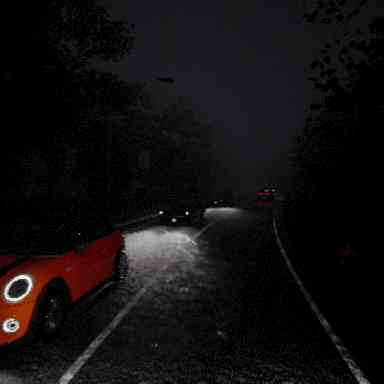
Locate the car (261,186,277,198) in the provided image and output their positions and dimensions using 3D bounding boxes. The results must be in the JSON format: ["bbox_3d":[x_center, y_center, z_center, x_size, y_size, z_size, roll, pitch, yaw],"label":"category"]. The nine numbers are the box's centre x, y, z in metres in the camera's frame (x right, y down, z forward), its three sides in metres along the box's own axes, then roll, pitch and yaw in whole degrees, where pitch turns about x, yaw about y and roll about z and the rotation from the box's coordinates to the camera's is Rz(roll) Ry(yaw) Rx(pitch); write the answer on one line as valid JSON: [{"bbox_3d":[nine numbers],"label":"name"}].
[{"bbox_3d":[11.174,-0.025,47.995,2.128,1.511,4.902,0,2,14],"label":"car"}]

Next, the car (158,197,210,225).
[{"bbox_3d":[-0.465,1.121,19.836,1.895,1.301,4.718,0,2,13],"label":"car"}]

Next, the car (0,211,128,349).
[{"bbox_3d":[-2.875,1.261,6.475,2.097,1.767,4.553,1,1,8],"label":"car"}]

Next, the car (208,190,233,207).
[{"bbox_3d":[2.792,0.589,32.015,1.837,1.490,4.892,0,3,16],"label":"car"}]

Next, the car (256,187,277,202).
[{"bbox_3d":[8.449,0.330,38.139,2.128,1.511,4.902,0,2,16],"label":"car"}]
